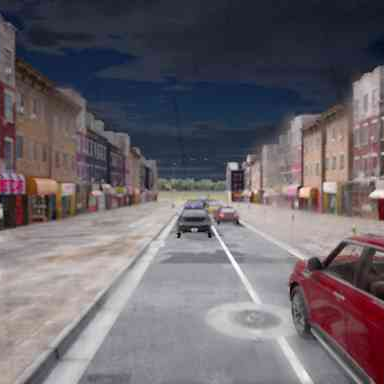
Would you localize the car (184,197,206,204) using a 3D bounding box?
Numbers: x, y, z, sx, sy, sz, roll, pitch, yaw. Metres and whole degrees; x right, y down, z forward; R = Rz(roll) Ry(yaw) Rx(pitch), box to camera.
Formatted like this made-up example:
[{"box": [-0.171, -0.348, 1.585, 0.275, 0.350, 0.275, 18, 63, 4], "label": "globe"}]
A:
[{"box": [0.140, 1.631, 36.626, 2.097, 1.767, 4.553, 0, 0, 0], "label": "car"}]

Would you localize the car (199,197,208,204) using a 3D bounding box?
[{"box": [2.707, 2.067, 81.130, 1.967, 1.590, 4.097, -1, 0, 0], "label": "car"}]

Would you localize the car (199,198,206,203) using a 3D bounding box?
[{"box": [2.715, 2.197, 86.832, 1.752, 1.417, 4.829, -1, 0, 0], "label": "car"}]

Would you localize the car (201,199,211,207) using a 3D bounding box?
[{"box": [2.692, 2.078, 64.532, 1.802, 1.307, 4.206, -1, 0, 0], "label": "car"}]

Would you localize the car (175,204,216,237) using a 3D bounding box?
[{"box": [0.120, 1.648, 18.853, 1.837, 1.490, 4.892, 0, -1, 0], "label": "car"}]

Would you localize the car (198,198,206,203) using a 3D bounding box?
[{"box": [2.722, 2.281, 92.193, 1.947, 1.339, 4.313, -1, 0, 0], "label": "car"}]

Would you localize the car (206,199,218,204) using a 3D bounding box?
[{"box": [2.661, 1.808, 37.041, 1.752, 1.417, 4.829, -1, 0, 0], "label": "car"}]

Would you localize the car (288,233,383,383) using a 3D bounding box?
[{"box": [2.620, 1.345, 3.678, 2.192, 1.841, 5.009, -1, 0, 0], "label": "car"}]

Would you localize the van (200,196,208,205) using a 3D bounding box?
[{"box": [2.699, 1.924, 75.598, 1.690, 1.788, 3.998, -1, 0, 0], "label": "van"}]

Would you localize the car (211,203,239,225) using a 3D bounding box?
[{"box": [2.650, 1.779, 25.806, 1.802, 1.307, 4.206, -1, 0, 0], "label": "car"}]

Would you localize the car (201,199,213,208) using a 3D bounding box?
[{"box": [2.686, 2.019, 58.999, 1.947, 1.339, 4.313, -1, 0, 0], "label": "car"}]
